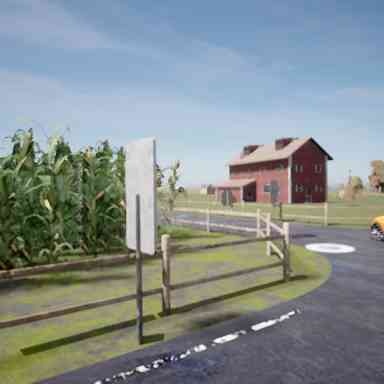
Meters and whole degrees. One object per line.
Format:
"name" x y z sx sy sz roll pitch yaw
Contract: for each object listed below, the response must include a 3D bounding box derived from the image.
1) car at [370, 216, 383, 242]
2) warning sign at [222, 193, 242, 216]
"car" 9.056 1.273 13.071 2.097 1.767 4.553 -1 0 0
"warning sign" 3.381 1.010 28.281 1.300 1.860 1.060 -1 0 -35
